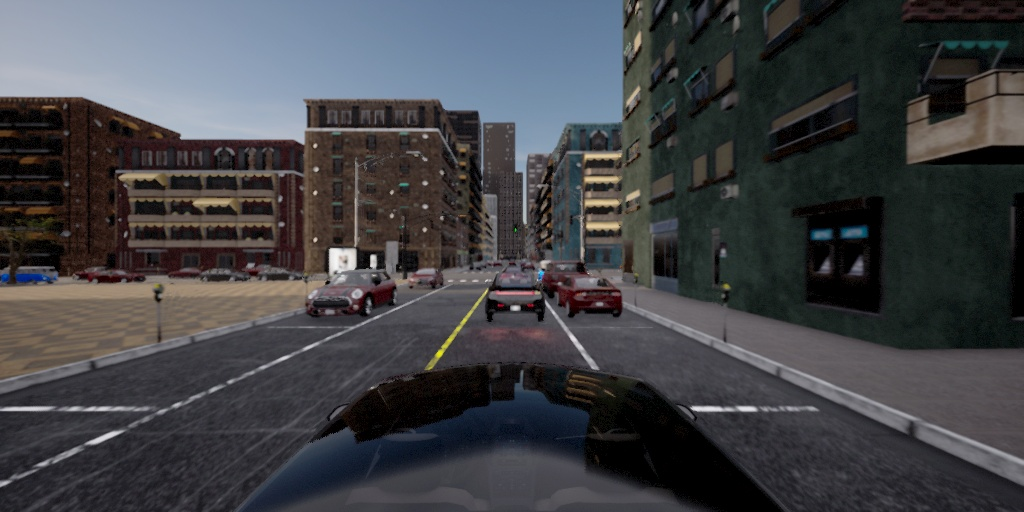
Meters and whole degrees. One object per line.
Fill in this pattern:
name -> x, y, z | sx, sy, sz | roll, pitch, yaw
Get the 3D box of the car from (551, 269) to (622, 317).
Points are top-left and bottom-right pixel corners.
car -> 2.691, 1.346, 13.203 | 1.888, 1.381, 4.507 | 0, 0, 0

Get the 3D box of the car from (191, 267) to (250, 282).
car -> -27.956, 1.871, 34.992 | 4.403, 1.370, 2.007 | 0, 0, 0

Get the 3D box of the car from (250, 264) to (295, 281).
car -> -22.387, 1.790, 35.032 | 4.403, 1.370, 2.007 | 0, 0, 0

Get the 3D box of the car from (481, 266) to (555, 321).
car -> 0.101, 1.290, 12.691 | 2.128, 1.511, 4.902 | 0, 0, 0

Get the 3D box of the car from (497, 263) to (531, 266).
car -> 0.204, 1.427, 26.737 | 1.994, 1.385, 4.181 | 0, 0, 3

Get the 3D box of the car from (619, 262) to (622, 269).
car -> 15.780, 0.975, 43.811 | 5.009, 1.841, 2.192 | 0, 0, 0

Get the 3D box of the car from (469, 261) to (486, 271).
car -> -5.682, 1.574, 56.666 | 1.948, 1.339, 4.313 | 0, 0, 0

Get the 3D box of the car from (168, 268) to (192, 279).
car -> -39.156, 2.039, 43.503 | 4.207, 1.307, 1.802 | 0, 0, 0

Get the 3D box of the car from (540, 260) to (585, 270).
car -> 2.692, 1.141, 18.731 | 2.192, 1.841, 5.009 | 0, 0, 0

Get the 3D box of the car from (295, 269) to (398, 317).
car -> -5.690, 1.241, 13.206 | 1.967, 1.591, 4.097 | 0, 0, 0

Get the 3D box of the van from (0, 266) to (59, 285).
van -> -46.846, 1.936, 34.961 | 3.998, 1.789, 1.690 | 0, 0, 0

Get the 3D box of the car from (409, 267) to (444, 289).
car -> -5.688, 1.434, 24.262 | 1.802, 1.307, 4.207 | 0, 0, 0

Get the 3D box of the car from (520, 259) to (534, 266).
car -> 2.699, 1.590, 56.653 | 1.802, 1.307, 4.207 | 0, 0, 0

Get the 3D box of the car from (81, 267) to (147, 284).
car -> -38.386, 2.017, 34.964 | 4.507, 1.381, 1.888 | 0, 0, 0
